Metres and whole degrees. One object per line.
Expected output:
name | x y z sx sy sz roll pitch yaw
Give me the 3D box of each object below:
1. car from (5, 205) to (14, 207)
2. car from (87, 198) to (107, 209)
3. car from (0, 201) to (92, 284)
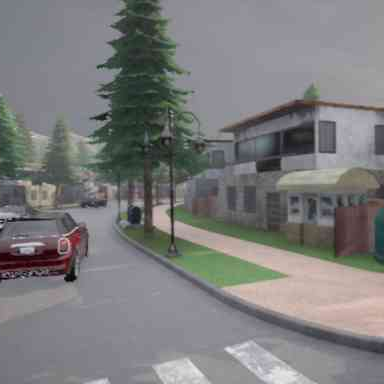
car | -11.444 1.558 21.706 2.033 1.411 5.357 -1 1 -12
car | -12.525 1.406 42.570 1.895 1.301 4.718 -1 1 6
car | -4.314 1.368 9.844 2.097 1.767 4.553 -2 1 -13
